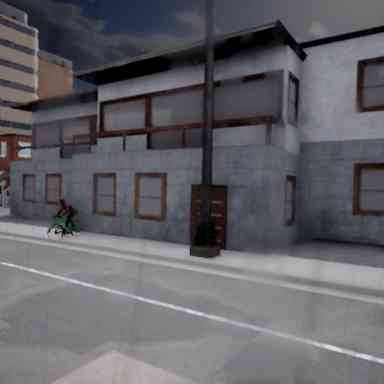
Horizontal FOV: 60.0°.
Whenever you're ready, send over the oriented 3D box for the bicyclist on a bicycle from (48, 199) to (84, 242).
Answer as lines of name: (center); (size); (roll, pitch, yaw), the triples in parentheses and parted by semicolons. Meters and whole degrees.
bicyclist on a bicycle: (-4.974, 1.075, 13.156); (0.582, 1.620, 1.656); (1, 4, 33)
